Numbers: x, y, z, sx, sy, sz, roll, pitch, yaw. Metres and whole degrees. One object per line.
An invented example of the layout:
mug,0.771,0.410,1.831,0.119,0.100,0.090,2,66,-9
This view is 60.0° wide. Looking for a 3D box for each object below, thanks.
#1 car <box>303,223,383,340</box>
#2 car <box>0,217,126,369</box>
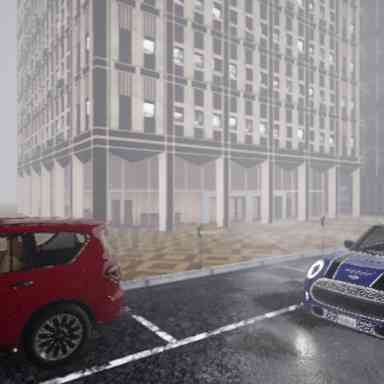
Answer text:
car,4.184,1.376,6.367,4.553,1.767,2.097,0,0,-36
car,-3.317,1.314,4.196,5.009,1.841,2.192,0,0,-36
